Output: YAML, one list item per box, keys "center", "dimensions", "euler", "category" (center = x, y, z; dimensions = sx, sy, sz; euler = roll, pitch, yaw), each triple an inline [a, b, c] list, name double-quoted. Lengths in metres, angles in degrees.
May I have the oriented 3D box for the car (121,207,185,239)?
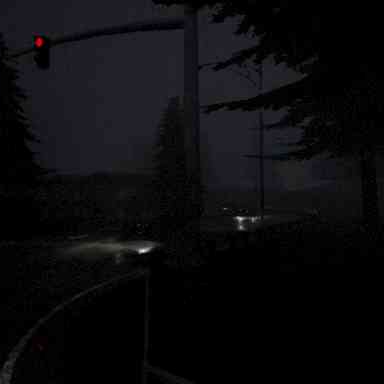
- center: [-1.738, 1.613, 18.538]
  dimensions: [1.882, 1.535, 5.008]
  euler: [-1, 0, 36]
  category: "car"

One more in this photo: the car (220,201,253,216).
- center: [4.583, 1.695, 34.636]
  dimensions: [1.837, 1.490, 4.892]
  euler: [2, -1, -20]
  category: "car"
